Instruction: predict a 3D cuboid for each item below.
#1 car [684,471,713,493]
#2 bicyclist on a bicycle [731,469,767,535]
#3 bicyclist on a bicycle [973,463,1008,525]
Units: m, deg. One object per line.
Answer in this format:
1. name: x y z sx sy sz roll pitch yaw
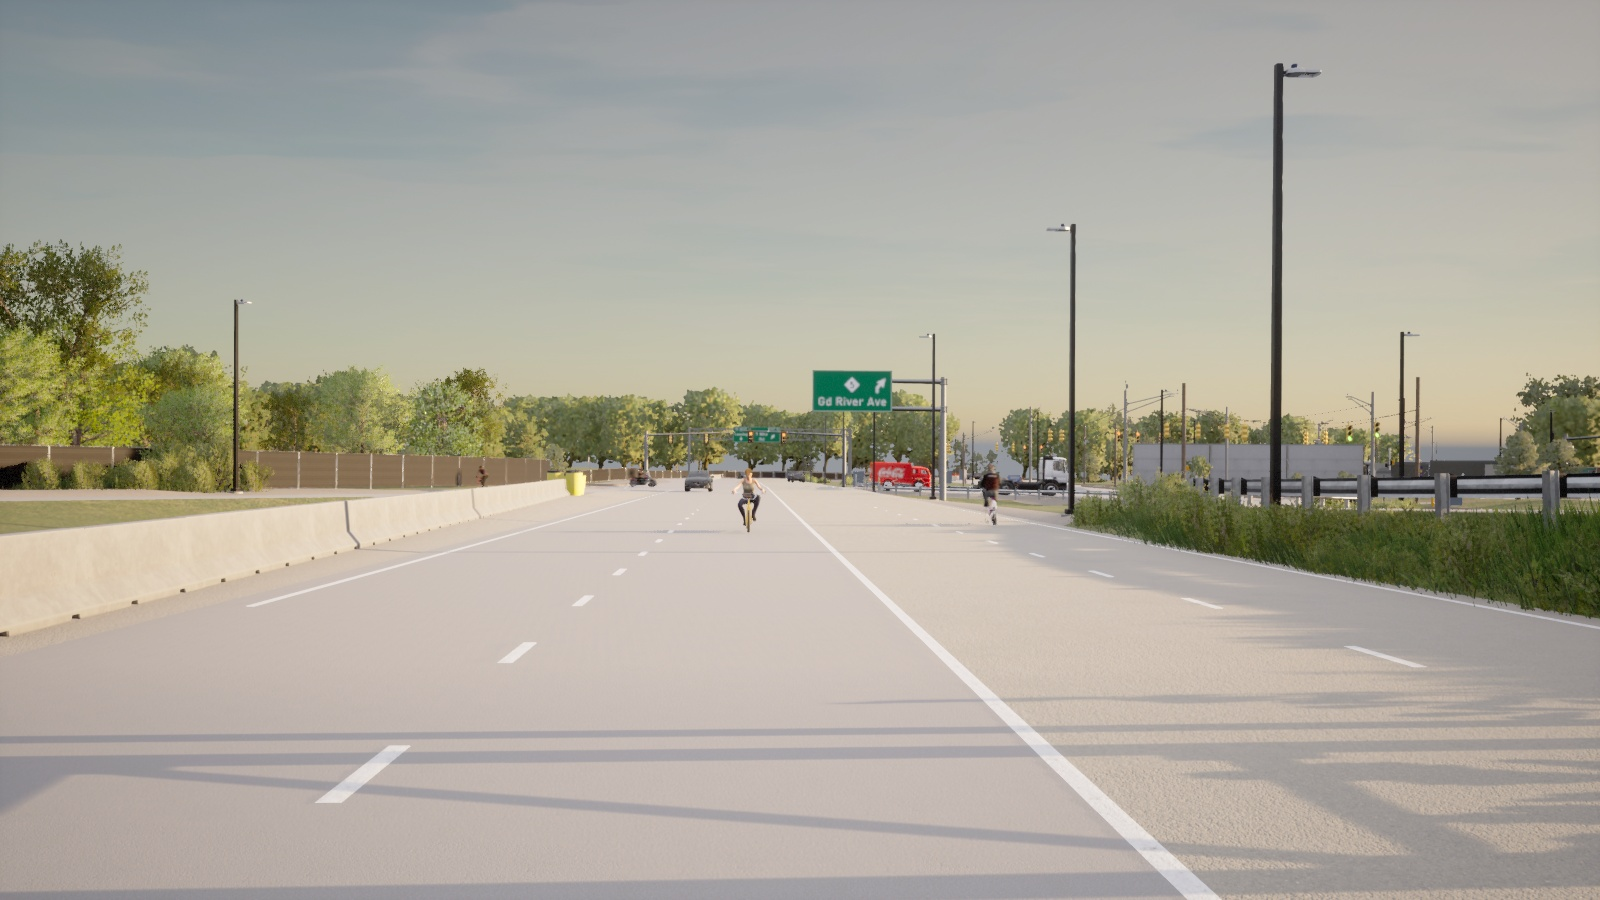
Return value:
1. car: -7.102 2.254 88.465 1.837 1.490 4.892 0 -1 -2
2. bicyclist on a bicycle: -1.275 1.277 31.464 0.866 1.612 1.509 0 -1 -2
3. bicyclist on a bicycle: 5.522 1.260 36.549 0.659 1.776 1.843 0 -1 -2
